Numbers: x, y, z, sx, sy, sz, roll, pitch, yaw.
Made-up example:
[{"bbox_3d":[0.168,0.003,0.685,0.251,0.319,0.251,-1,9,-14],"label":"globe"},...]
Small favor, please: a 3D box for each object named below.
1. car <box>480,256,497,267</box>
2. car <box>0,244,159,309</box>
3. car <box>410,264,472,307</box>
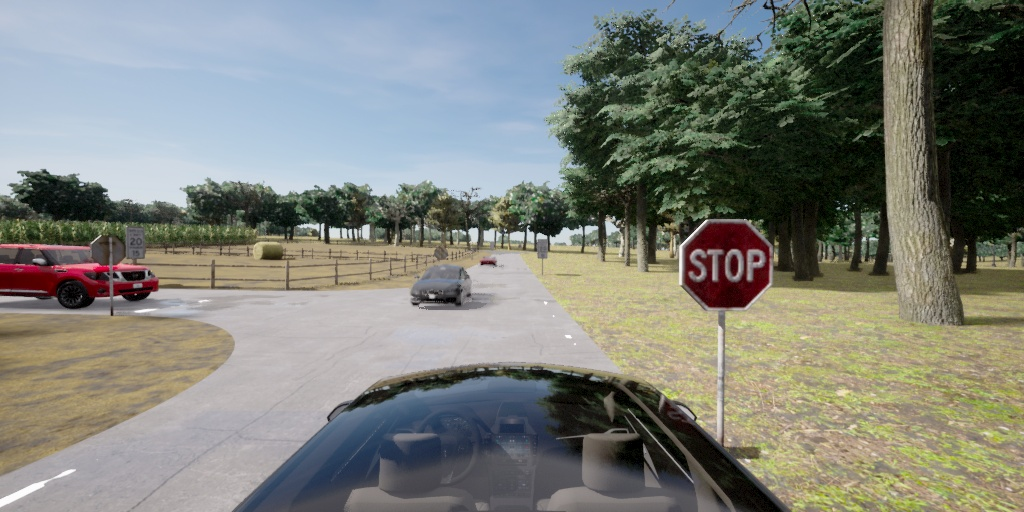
[{"bbox_3d":[-2.751,0.624,42.385,1.895,1.301,4.718,0,1,0],"label":"car"},{"bbox_3d":[-15.724,0.625,12.392,5.566,2.045,2.150,1,1,-1],"label":"car"},{"bbox_3d":[-2.741,1.128,14.721,1.837,1.490,4.892,1,1,0],"label":"car"}]
